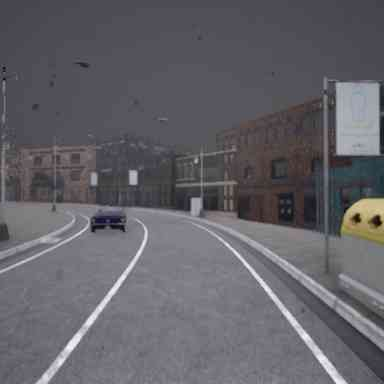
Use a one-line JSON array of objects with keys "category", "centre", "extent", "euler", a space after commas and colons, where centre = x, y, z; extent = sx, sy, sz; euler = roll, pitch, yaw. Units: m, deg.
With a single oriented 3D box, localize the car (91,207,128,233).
[{"category": "car", "centre": [-4.711, 1.538, 19.343], "extent": [1.895, 1.301, 4.718], "euler": [0, 0, -10]}]
